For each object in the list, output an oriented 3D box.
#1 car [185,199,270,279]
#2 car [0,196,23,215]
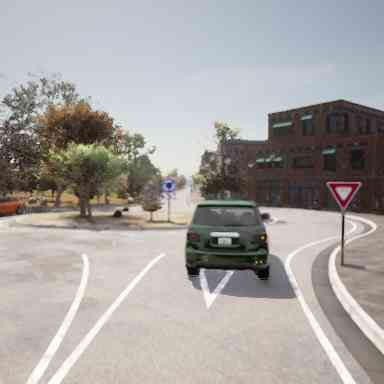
[{"bbox_3d":[1.218,1.238,10.345,2.150,2.045,5.566,0,0,10],"label":"car"},{"bbox_3d":[-16.536,1.171,28.121,2.097,1.767,4.553,1,1,9],"label":"car"}]
